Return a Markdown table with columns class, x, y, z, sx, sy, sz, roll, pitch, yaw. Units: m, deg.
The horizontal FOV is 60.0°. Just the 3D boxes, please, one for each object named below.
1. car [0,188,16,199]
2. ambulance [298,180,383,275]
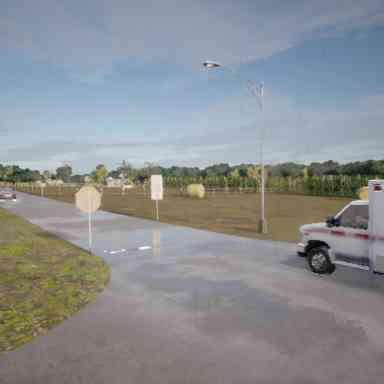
| class | x | y | z | sx | sy | sz | roll | pitch | yaw |
| --- | --- | --- | --- | --- | --- | --- | --- | --- | --- |
| car | -25.241 | 0.178 | 45.223 | 1.812 | 1.442 | 4.674 | -2 | 3 | -36 |
| ambulance | 5.415 | 0.937 | 7.214 | 2.351 | 2.431 | 6.366 | -1 | 1 | -36 |
